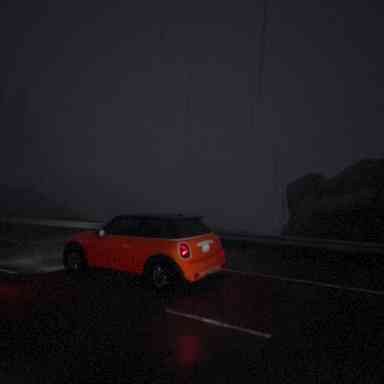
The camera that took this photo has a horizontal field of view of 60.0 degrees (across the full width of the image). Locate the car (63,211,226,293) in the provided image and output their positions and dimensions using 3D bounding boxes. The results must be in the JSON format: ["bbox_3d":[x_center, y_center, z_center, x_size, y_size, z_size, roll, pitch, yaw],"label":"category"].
[{"bbox_3d":[-1.437,1.341,9.030,4.553,1.767,2.097,0,0,34],"label":"car"}]
